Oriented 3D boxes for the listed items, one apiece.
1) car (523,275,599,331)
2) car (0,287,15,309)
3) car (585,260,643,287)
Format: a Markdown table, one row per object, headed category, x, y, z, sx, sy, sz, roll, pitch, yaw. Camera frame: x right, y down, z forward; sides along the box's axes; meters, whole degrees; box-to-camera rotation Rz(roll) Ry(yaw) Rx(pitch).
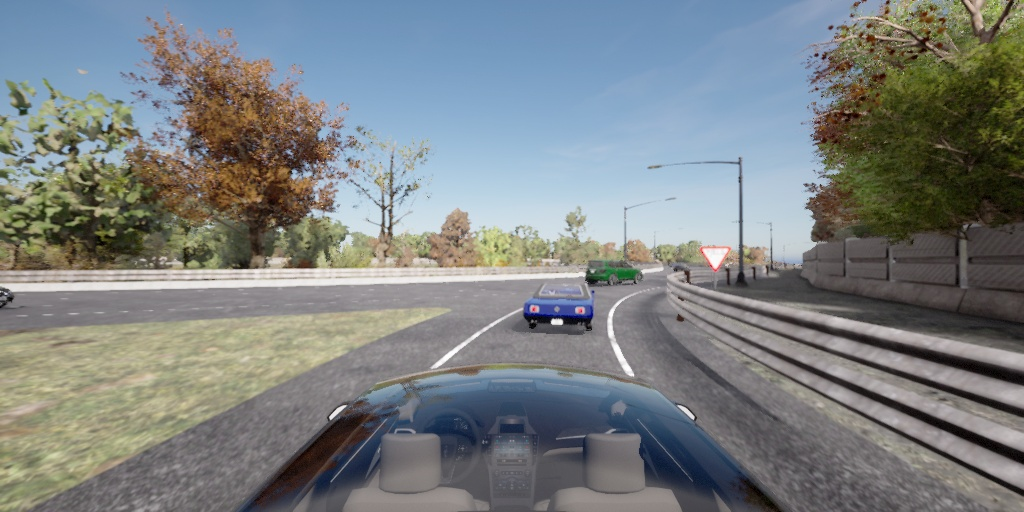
| category | x | y | z | sx | sy | sz | roll | pitch | yaw |
| --- | --- | --- | --- | --- | --- | --- | --- | --- | --- |
| car | 1.727 | 1.479 | 11.626 | 1.895 | 1.301 | 4.718 | 0 | -1 | 14 |
| car | -21.344 | 1.330 | 12.672 | 4.674 | 1.442 | 1.812 | 0 | -1 | -22 |
| car | 8.303 | 1.336 | 29.136 | 5.566 | 2.045 | 2.150 | 1 | -1 | -37 |
